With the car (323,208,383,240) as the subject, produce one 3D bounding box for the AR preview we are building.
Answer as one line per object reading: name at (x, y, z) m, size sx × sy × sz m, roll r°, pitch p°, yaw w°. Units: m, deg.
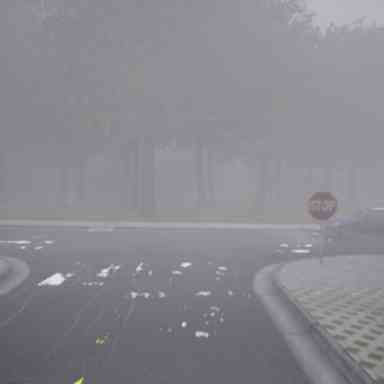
car at (8.762, 1.508, 16.383) m, size 4.674 × 1.442 × 1.812 m, roll 0°, pitch 2°, yaw 0°
